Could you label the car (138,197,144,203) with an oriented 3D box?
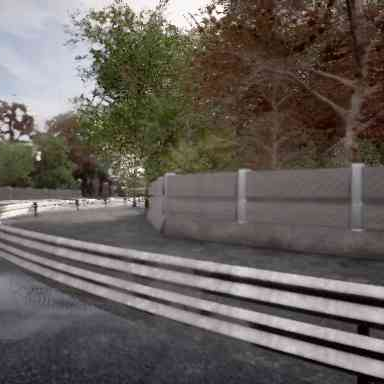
[{"bbox_3d":[-12.544,1.962,83.156,1.895,1.301,4.718,0,-1,6],"label":"car"}]
